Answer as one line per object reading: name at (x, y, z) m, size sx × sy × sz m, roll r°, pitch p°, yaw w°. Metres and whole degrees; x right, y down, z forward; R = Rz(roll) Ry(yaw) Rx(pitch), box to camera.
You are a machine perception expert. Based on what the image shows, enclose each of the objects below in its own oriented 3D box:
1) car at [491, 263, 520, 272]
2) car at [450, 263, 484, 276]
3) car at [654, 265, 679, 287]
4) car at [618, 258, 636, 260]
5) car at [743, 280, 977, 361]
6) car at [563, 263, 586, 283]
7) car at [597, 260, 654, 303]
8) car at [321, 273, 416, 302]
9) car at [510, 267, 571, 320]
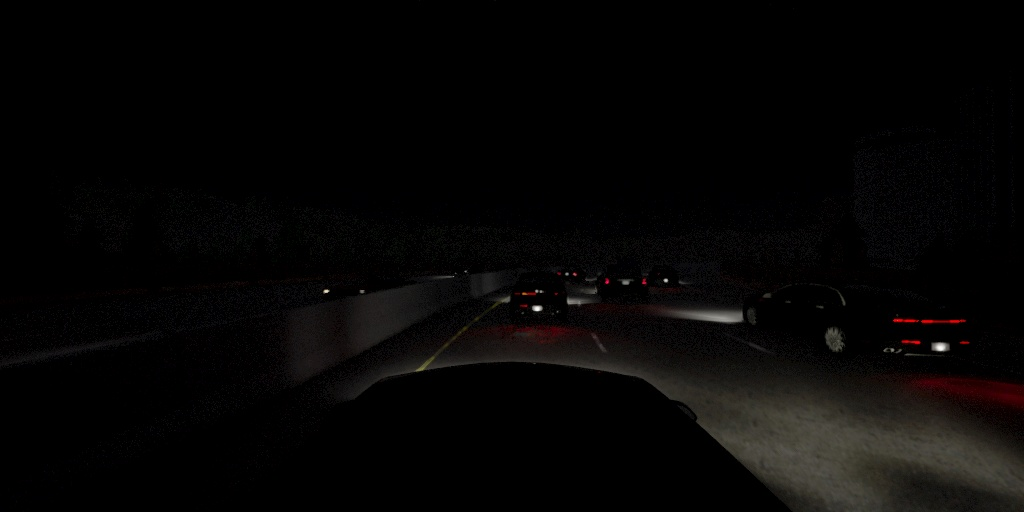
car at (-0.630, 1.619, 44.647) m, size 2.033 × 1.411 × 5.357 m, roll 0°, pitch -1°, yaw 25°
car at (-5.310, 1.589, 42.867) m, size 2.033 × 1.411 × 5.357 m, roll 0°, pitch -1°, yaw 23°
car at (11.381, 1.452, 27.092) m, size 1.837 × 1.490 × 4.892 m, roll 0°, pitch -1°, yaw 18°
car at (13.247, 1.289, 40.814) m, size 2.150 × 2.045 × 5.566 m, roll 0°, pitch -1°, yaw 27°
car at (7.551, 1.322, 8.563) m, size 1.837 × 1.490 × 4.892 m, roll 0°, pitch 0°, yaw 5°
car at (5.188, 1.509, 30.813) m, size 2.033 × 1.411 × 5.357 m, roll 0°, pitch -1°, yaw 19°
car at (5.383, 1.218, 17.846) m, size 2.097 × 1.767 × 4.553 m, roll 0°, pitch 0°, yaw 10°
car at (-5.912, 1.413, 15.405) m, size 1.895 × 1.301 × 4.718 m, roll 0°, pitch 0°, yaw 9°
car at (1.039, 1.326, 13.080) m, size 1.837 × 1.490 × 4.892 m, roll 0°, pitch 0°, yaw 7°
